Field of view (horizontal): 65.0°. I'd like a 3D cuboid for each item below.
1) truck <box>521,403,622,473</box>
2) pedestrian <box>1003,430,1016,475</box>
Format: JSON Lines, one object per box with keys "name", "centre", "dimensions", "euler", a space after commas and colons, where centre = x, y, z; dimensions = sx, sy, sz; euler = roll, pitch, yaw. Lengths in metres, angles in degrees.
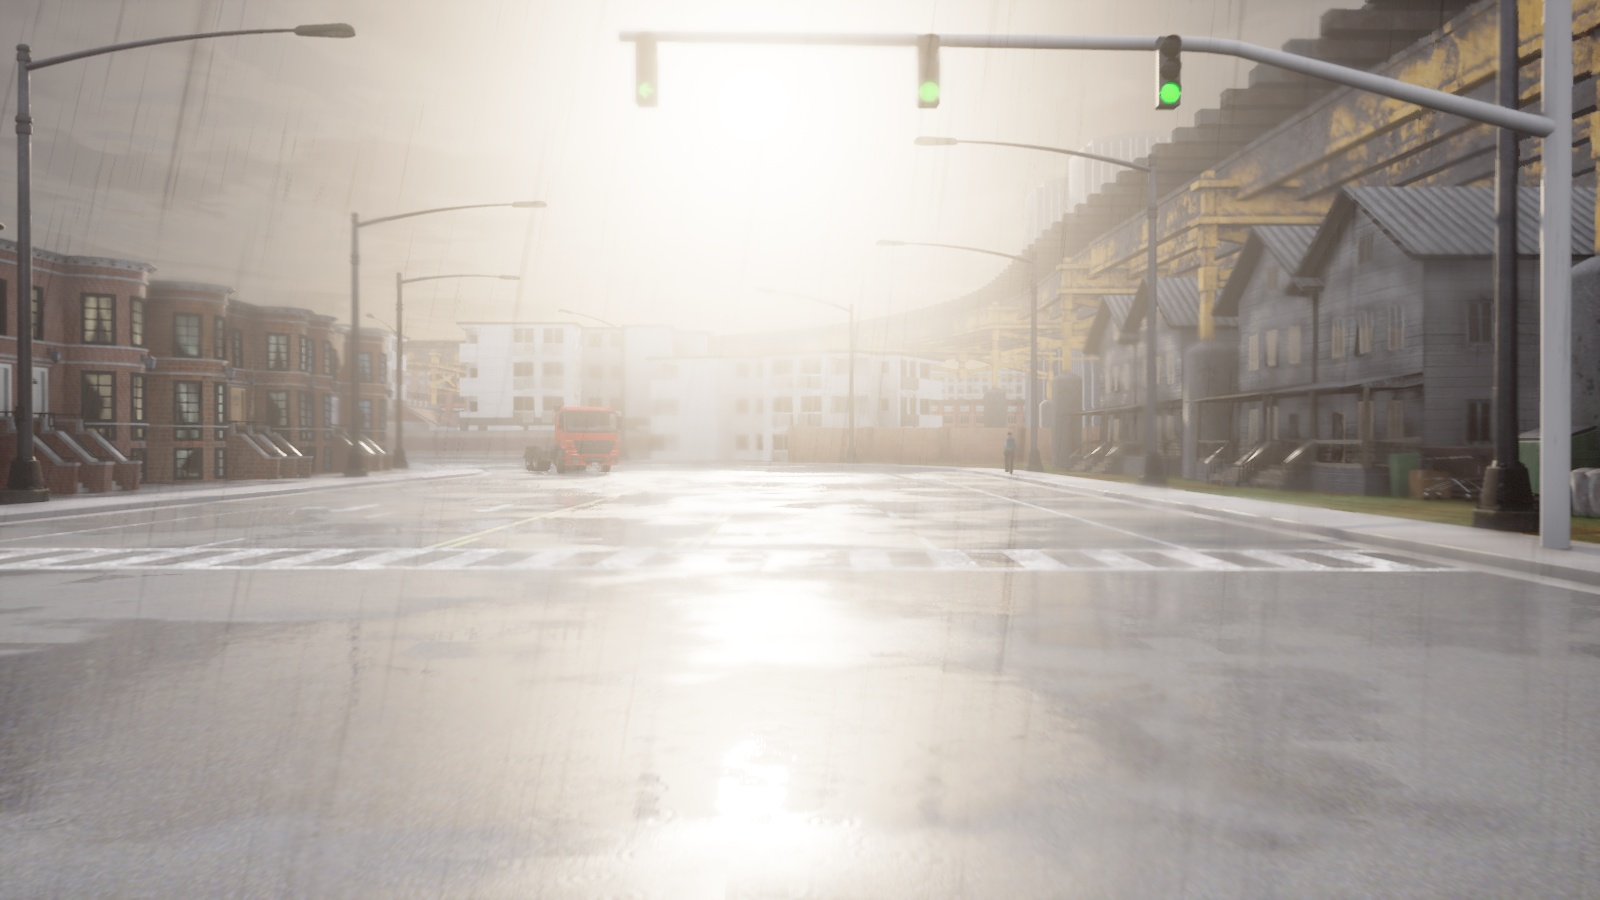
{"name": "truck", "centre": [-12.066, -0.615, 65.678], "dimensions": [2.891, 3.462, 7.936], "euler": [0, 0, -29]}
{"name": "pedestrian", "centre": [8.899, 0.108, 53.362], "dimensions": [0.396, 1.930, 0.692], "euler": [0, 0, -3]}
